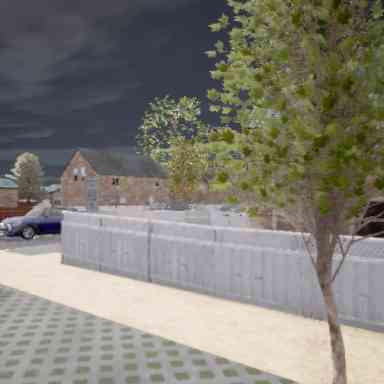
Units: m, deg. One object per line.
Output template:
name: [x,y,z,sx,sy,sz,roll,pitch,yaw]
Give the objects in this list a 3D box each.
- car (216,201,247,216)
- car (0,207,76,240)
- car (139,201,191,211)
car: [4.797,2.048,37.593,2.150,2.045,5.566,-1,-2,36]
car: [-8.483,1.660,19.092,2.097,1.767,4.553,-1,-2,37]
car: [-2.257,1.770,27.732,2.150,2.045,5.566,-1,-2,35]
